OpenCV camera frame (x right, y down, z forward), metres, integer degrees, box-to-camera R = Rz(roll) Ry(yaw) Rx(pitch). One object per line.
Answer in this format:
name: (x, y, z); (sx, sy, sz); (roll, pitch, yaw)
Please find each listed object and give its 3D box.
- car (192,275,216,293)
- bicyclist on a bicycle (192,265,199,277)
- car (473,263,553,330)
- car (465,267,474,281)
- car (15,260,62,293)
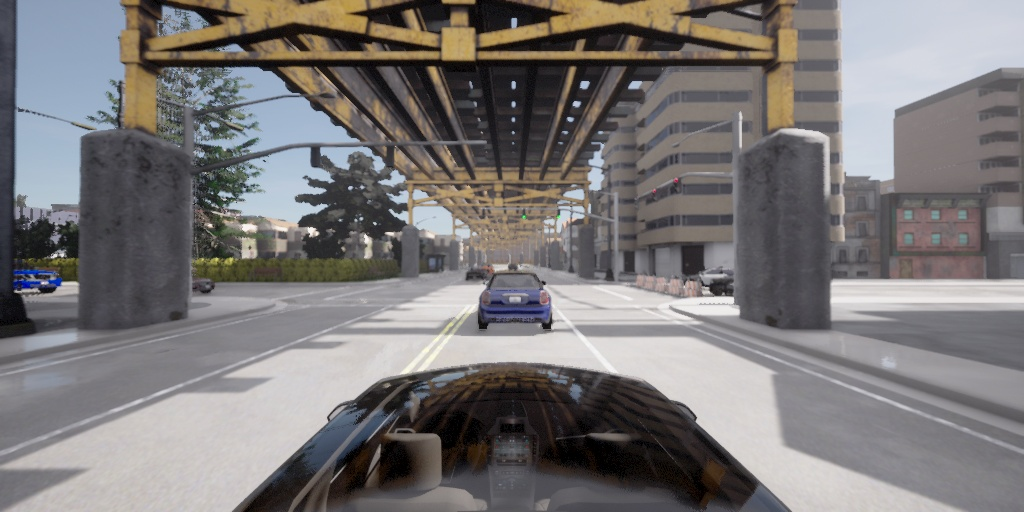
car: (-19.840, 1.507, 20.651); (4.674, 1.442, 1.812); (0, -1, 0)
bicyclist on a bicycle: (-25.237, 1.376, 28.147); (0.582, 1.620, 1.656); (0, -1, 0)
car: (0.095, 1.226, 11.805); (2.097, 1.767, 4.553); (0, -1, 0)
car: (-3.584, 1.780, 36.636); (1.895, 1.301, 4.718); (0, -1, 1)
car: (-29.702, 1.203, 20.690); (5.566, 2.045, 2.150); (0, -1, 0)
